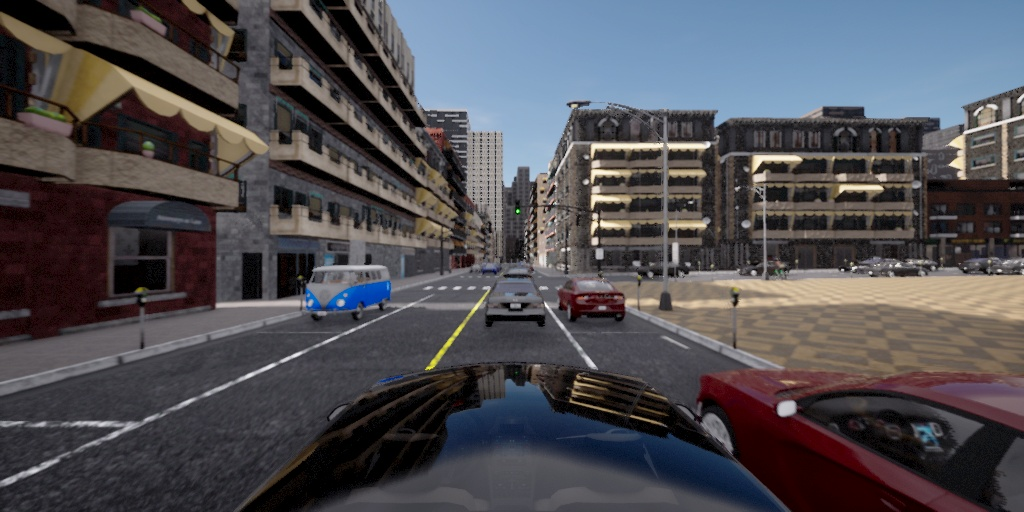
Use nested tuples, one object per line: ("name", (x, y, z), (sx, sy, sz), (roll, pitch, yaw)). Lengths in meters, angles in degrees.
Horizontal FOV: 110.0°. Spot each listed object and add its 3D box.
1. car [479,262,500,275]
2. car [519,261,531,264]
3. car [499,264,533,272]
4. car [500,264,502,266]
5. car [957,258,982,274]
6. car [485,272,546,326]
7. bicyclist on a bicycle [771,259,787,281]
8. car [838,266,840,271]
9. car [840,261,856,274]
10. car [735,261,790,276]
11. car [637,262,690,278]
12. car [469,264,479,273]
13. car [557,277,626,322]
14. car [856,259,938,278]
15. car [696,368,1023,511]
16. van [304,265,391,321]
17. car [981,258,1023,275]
("car", (-3.114, 1.834, 50.601), (1.882, 1.535, 5.008), (0, -1, 1))
("car", (2.661, 1.942, 61.851), (1.967, 1.591, 4.097), (0, 0, 0))
("car", (0.577, 1.508, 24.679), (1.882, 1.535, 5.008), (0, -1, 7))
("car", (-3.099, 1.828, 59.761), (2.097, 1.767, 4.553), (0, -1, 0))
("car", (44.367, 0.915, 33.145), (4.902, 1.511, 2.128), (-1, 0, 0))
("car", (0.097, 1.425, 12.216), (2.033, 1.411, 5.357), (0, -1, 0))
("bicyclist on a bicycle", (20.233, 1.078, 27.200), (0.582, 1.620, 1.656), (-1, -1, -1))
("car", (37.911, 1.112, 38.785), (4.313, 1.339, 1.948), (0, 0, -1))
("car", (36.807, 1.044, 36.166), (4.902, 1.511, 2.128), (-1, 0, -1))
("car", (25.105, 1.240, 36.008), (4.892, 1.490, 1.837), (-1, 0, -1))
("car", (15.046, 1.371, 35.863), (5.008, 1.535, 1.882), (-1, 0, -1))
("car", (-5.716, 1.981, 56.326), (2.007, 1.370, 4.403), (0, 0, 0))
("car", (2.684, 1.430, 12.857), (1.888, 1.381, 4.507), (0, 0, 0))
("car", (32.464, 1.149, 30.323), (4.403, 1.370, 2.007), (0, 0, -1))
("car", (2.689, 1.296, 1.806), (1.888, 1.381, 4.507), (0, 0, 0))
("van", (-5.697, 1.226, 12.854), (1.690, 1.789, 3.998), (0, 0, 0))
("car", (43.601, 0.976, 30.488), (4.403, 1.370, 2.007), (0, 0, -1))
